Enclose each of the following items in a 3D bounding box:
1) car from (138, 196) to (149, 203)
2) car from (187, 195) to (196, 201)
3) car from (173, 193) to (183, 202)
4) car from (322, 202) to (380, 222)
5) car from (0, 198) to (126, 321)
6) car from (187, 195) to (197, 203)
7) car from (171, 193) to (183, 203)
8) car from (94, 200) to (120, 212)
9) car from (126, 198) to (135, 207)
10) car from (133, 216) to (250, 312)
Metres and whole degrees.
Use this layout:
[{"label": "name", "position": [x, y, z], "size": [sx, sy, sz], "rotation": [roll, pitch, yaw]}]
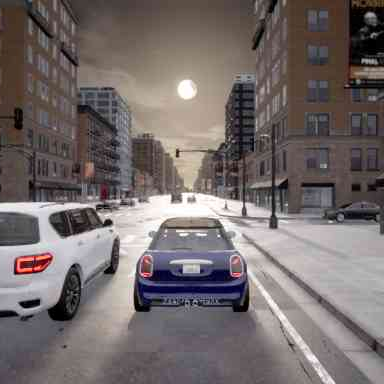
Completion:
[{"label": "car", "position": [-9.852, 1.497, 67.848], "size": [1.837, 1.490, 4.892], "rotation": [0, 0, 0]}, {"label": "car", "position": [-0.104, 1.453, 79.697], "size": [1.895, 1.301, 4.718], "rotation": [0, 0, 0]}, {"label": "car", "position": [-3.354, 1.212, 80.382], "size": [2.150, 2.045, 5.566], "rotation": [0, 0, 0]}, {"label": "car", "position": [12.688, 1.545, 25.901], "size": [4.892, 1.490, 1.837], "rotation": [0, 0, 2]}, {"label": "car", "position": [-3.158, 1.223, 7.407], "size": [2.150, 2.045, 5.566], "rotation": [0, 0, 0]}, {"label": "car", "position": [-0.090, 1.482, 69.248], "size": [2.128, 1.511, 4.902], "rotation": [0, 0, 0]}, {"label": "car", "position": [-3.254, 1.211, 69.992], "size": [2.150, 2.045, 5.566], "rotation": [0, 0, 0]}, {"label": "car", "position": [-9.900, 1.600, 39.136], "size": [1.895, 1.301, 4.718], "rotation": [0, 0, 0]}, {"label": "car", "position": [-9.914, 1.560, 50.755], "size": [1.994, 1.385, 4.181], "rotation": [0, 0, 0]}, {"label": "car", "position": [-0.003, 1.352, 7.864], "size": [2.097, 1.767, 4.553], "rotation": [0, 0, 0]}]
